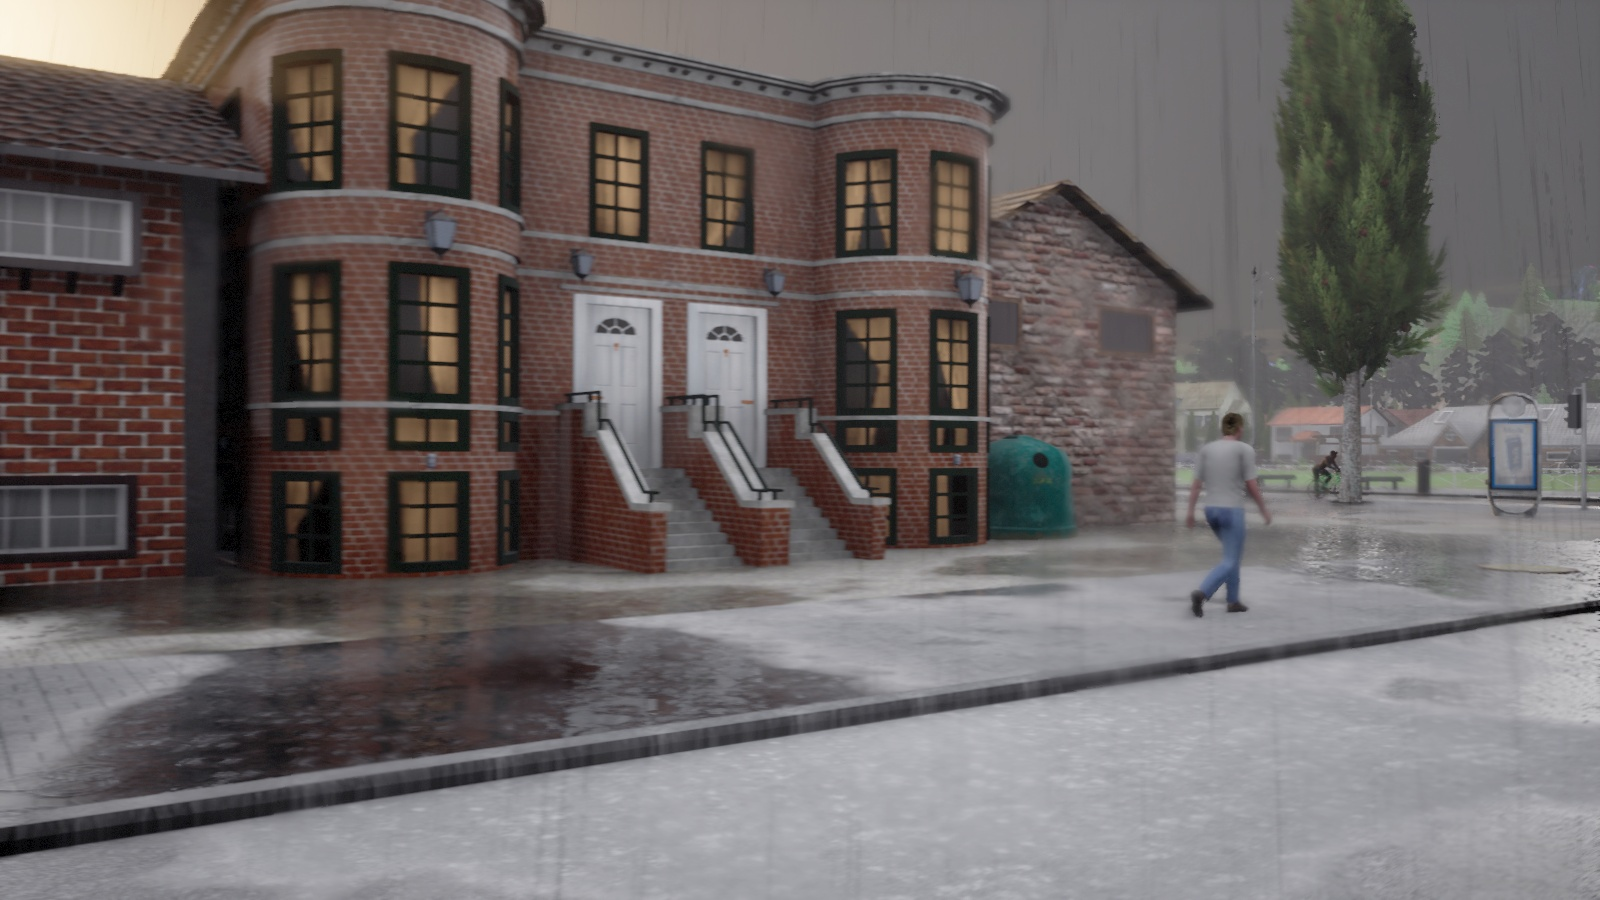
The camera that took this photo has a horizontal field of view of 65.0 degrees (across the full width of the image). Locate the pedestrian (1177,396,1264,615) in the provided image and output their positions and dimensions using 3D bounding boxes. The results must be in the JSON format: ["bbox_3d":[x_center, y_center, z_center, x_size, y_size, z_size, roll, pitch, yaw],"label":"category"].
[{"bbox_3d":[3.646,0.467,10.882,0.706,1.836,0.354,0,0,-34],"label":"pedestrian"}]

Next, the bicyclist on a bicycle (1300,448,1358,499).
[{"bbox_3d":[17.140,0.760,40.692,0.582,1.620,1.656,0,-1,-35],"label":"bicyclist on a bicycle"}]
